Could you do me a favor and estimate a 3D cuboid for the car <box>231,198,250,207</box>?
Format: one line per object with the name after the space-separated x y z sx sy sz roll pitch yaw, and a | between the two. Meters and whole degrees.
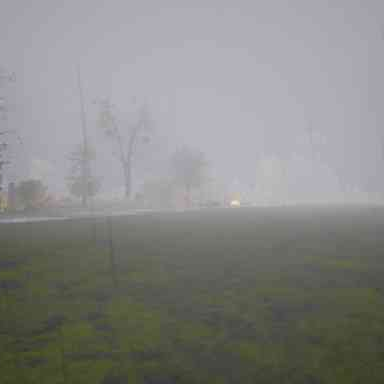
8.905 1.847 60.670 1.882 1.535 5.008 1 0 36 | car

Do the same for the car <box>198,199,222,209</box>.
2.873 1.792 52.176 2.128 1.511 4.902 1 0 36 | car
